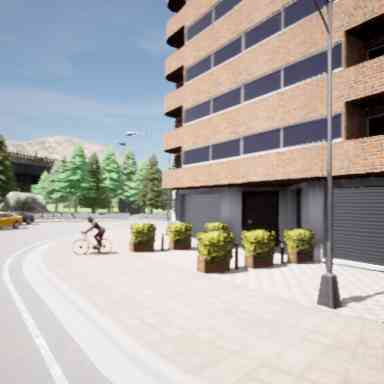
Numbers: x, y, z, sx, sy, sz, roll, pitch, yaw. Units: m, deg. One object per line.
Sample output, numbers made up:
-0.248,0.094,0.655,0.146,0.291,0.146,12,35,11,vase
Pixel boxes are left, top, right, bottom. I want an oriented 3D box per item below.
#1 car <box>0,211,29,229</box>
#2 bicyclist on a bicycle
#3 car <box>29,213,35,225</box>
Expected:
-16.755,2.443,28.359,1.882,1.535,5.008,1,-3,13,car
-4.206,1.870,14.158,1.656,1.620,0.582,2,-3,-24,bicyclist on a bicycle
-18.658,2.708,34.513,2.128,1.511,4.902,0,-3,21,car
